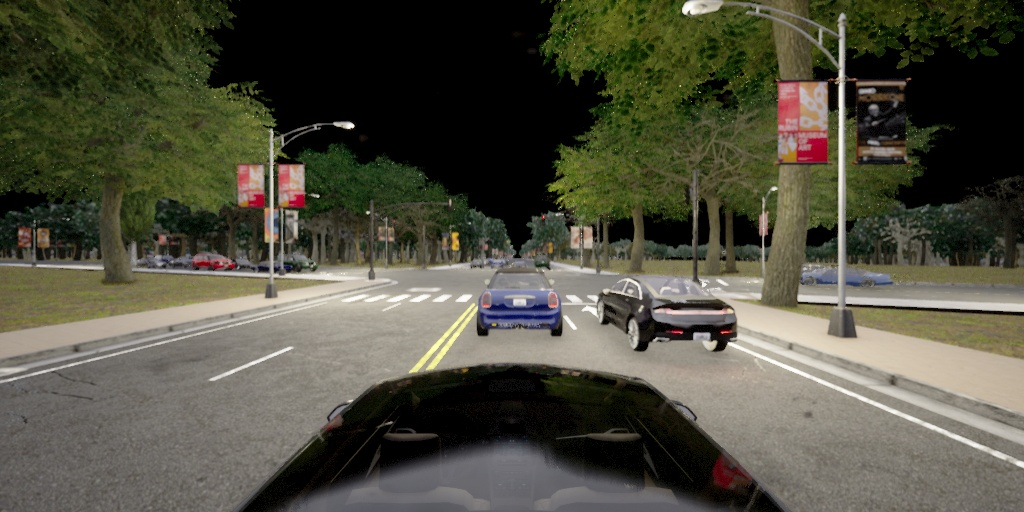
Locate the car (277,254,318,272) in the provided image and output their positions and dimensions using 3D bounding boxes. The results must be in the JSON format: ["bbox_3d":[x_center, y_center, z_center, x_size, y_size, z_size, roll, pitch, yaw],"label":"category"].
[{"bbox_3d":[-25.459,0.833,42.207,5.566,2.045,2.150,0,0,24],"label":"car"}]

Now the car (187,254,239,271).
[{"bbox_3d":[-36.294,0.783,43.500,5.566,2.045,2.150,0,0,24],"label":"car"}]

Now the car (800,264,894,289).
[{"bbox_3d":[22.227,1.430,24.583,5.357,1.411,2.033,0,0,24],"label":"car"}]

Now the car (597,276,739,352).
[{"bbox_3d":[3.446,1.240,8.905,2.128,1.511,4.902,0,0,0],"label":"car"}]

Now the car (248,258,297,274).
[{"bbox_3d":[-25.958,1.218,38.852,4.718,1.301,1.895,0,0,27],"label":"car"}]

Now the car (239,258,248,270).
[{"bbox_3d":[-35.564,1.060,46.741,4.892,1.490,1.837,1,0,24],"label":"car"}]

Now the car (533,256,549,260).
[{"bbox_3d":[4.300,0.967,52.265,2.150,2.045,5.566,0,0,1],"label":"car"}]

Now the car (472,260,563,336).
[{"bbox_3d":[0.212,1.100,10.499,2.097,1.767,4.553,0,0,1],"label":"car"}]

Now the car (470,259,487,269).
[{"bbox_3d":[-5.489,1.251,56.967,1.837,1.490,4.892,0,0,2],"label":"car"}]

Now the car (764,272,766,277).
[{"bbox_3d":[22.659,1.367,27.939,4.902,1.511,2.128,0,0,26],"label":"car"}]

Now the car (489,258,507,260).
[{"bbox_3d":[-2.252,1.272,56.204,1.812,1.442,4.674,0,0,1],"label":"car"}]
